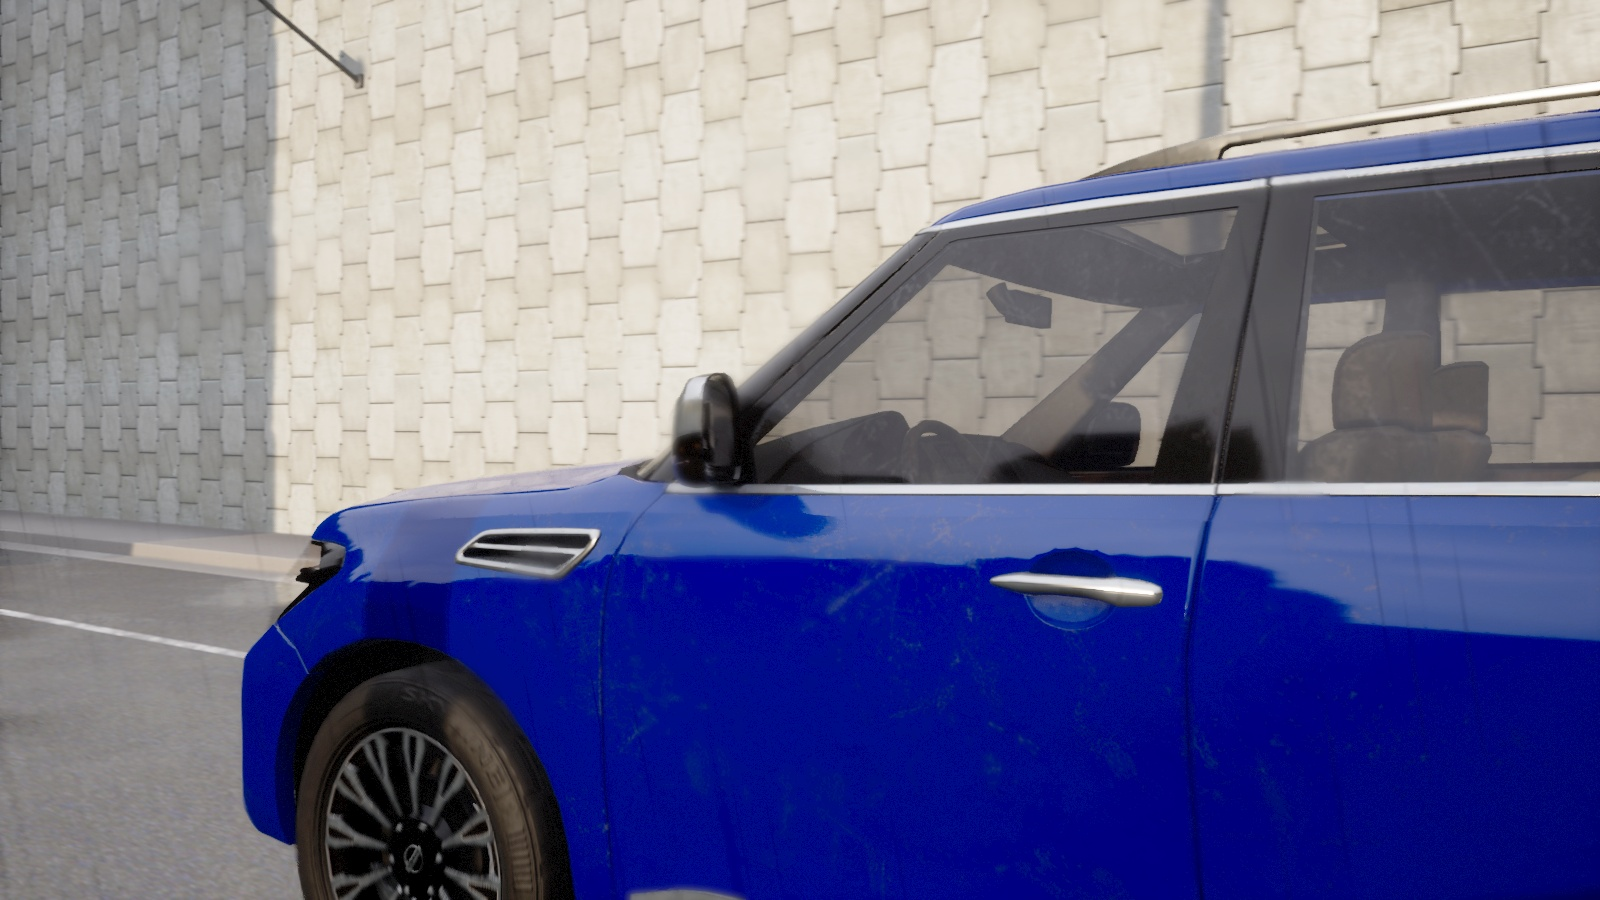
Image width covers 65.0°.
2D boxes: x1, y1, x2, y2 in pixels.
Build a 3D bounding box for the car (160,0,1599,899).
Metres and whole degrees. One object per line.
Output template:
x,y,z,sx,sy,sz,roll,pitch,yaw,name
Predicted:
1.143,0.401,2.859,5.566,2.045,2.150,0,1,34,car
